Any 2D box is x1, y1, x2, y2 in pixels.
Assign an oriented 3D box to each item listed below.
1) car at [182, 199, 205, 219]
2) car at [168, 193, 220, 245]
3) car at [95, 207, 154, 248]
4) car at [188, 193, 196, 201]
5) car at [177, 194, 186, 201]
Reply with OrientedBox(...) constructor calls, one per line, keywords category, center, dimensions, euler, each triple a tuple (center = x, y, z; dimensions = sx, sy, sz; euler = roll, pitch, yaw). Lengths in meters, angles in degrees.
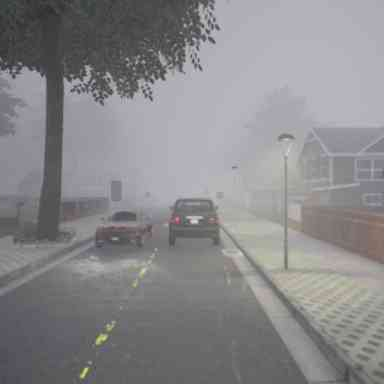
OrientedBox(category="car", center=(0.098, 1.479, 29.923), dimensions=(1.882, 1.535, 5.008), euler=(0, 0, 0))
OrientedBox(category="car", center=(0.094, 1.216, 15.621), dimensions=(2.150, 2.045, 5.566), euler=(0, 0, 0))
OrientedBox(category="car", center=(-2.850, 1.468, 14.831), dimensions=(1.882, 1.535, 5.008), euler=(0, 0, 0))
OrientedBox(category="car", center=(-0.012, 1.281, 84.380), dimensions=(2.150, 2.045, 5.566), euler=(0, 0, 0))
OrientedBox(category="car", center=(-2.763, 1.496, 85.856), dimensions=(2.097, 1.767, 4.553), euler=(0, 0, 0))
